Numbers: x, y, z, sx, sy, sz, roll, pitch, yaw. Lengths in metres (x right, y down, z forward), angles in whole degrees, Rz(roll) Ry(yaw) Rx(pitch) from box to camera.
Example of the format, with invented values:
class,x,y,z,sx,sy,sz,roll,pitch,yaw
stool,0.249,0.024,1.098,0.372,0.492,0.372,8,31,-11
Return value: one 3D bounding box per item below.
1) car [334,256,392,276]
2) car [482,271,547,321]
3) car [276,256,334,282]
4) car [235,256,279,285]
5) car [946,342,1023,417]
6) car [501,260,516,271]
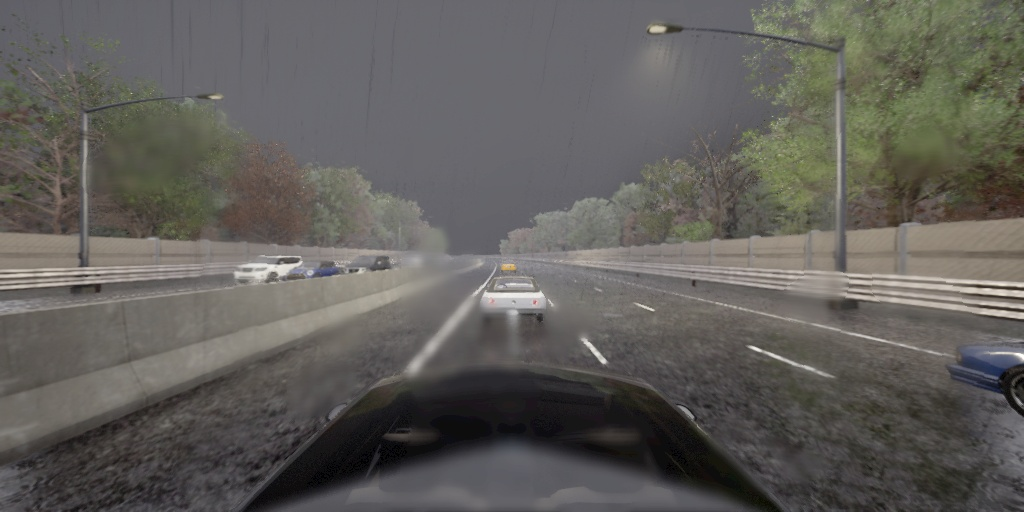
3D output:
class,x,y,z,sx,sy,sz,roll,pitch,yaw
car,-10.798,0.983,27.032,2.150,2.045,5.566,0,0,-1
car,0.056,1.355,12.422,1.895,1.301,4.718,0,0,0
car,-14.282,1.113,25.816,2.097,1.767,4.553,0,0,-1
car,-17.795,0.983,26.814,2.150,2.045,5.566,0,0,-1
car,7.100,1.295,2.553,2.033,1.411,5.357,0,0,0
car,-0.445,1.225,44.678,1.801,1.575,5.366,0,0,-1
